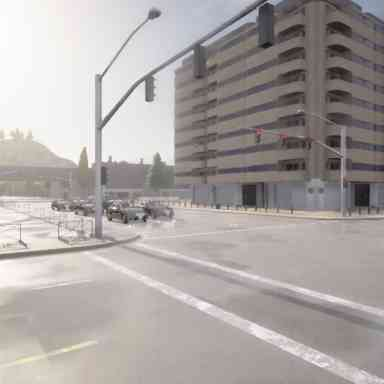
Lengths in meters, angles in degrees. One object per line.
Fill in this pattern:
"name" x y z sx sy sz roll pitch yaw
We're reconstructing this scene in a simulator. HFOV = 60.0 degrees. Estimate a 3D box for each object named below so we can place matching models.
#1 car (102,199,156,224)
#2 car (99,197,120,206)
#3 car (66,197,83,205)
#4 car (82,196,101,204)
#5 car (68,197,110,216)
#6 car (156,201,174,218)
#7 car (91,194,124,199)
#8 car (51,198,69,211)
"car" -5.093 1.547 25.771 2.128 1.511 4.902 0 0 -35
"car" -14.233 1.581 57.197 1.812 1.442 4.674 0 0 -35
"car" -22.039 1.619 62.167 1.994 1.385 4.181 0 0 -35
"car" -19.630 1.533 64.822 1.882 1.535 5.008 0 0 -35
"car" -10.341 1.547 33.186 2.128 1.511 4.902 0 0 -35
"car" -3.425 1.547 29.474 2.128 1.511 4.902 0 0 -35
"car" -9.127 1.277 37.528 2.150 2.045 5.566 0 0 -35
"car" -16.146 1.547 41.402 2.128 1.511 4.902 0 0 -35
